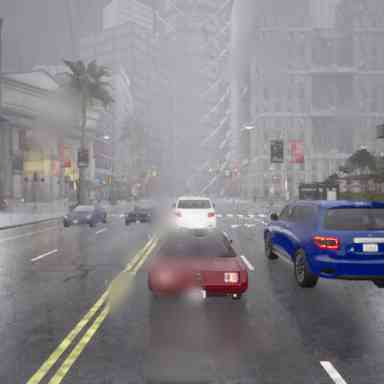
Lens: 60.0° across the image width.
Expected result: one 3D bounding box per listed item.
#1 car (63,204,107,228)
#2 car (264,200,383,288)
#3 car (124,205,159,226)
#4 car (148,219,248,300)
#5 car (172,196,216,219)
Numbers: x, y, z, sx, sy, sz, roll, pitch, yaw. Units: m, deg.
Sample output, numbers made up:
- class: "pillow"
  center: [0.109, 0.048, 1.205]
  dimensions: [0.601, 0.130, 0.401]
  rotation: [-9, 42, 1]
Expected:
- class: "car"
  center: [-7.004, 1.525, 22.341]
  dimensions: [1.812, 1.442, 4.674]
  rotation: [0, 0, 0]
- class: "car"
  center: [3.605, 1.221, 9.403]
  dimensions: [2.150, 2.045, 5.566]
  rotation: [0, 0, 0]
- class: "car"
  center: [-3.492, 1.600, 23.653]
  dimensions: [1.895, 1.301, 4.718]
  rotation: [0, 0, 0]
- class: "car"
  center: [0.109, 1.601, 8.356]
  dimensions: [1.895, 1.301, 4.718]
  rotation: [0, 0, 0]
- class: "car"
  center: [0.107, 1.221, 18.123]
  dimensions: [2.150, 2.045, 5.566]
  rotation: [0, 0, 0]
